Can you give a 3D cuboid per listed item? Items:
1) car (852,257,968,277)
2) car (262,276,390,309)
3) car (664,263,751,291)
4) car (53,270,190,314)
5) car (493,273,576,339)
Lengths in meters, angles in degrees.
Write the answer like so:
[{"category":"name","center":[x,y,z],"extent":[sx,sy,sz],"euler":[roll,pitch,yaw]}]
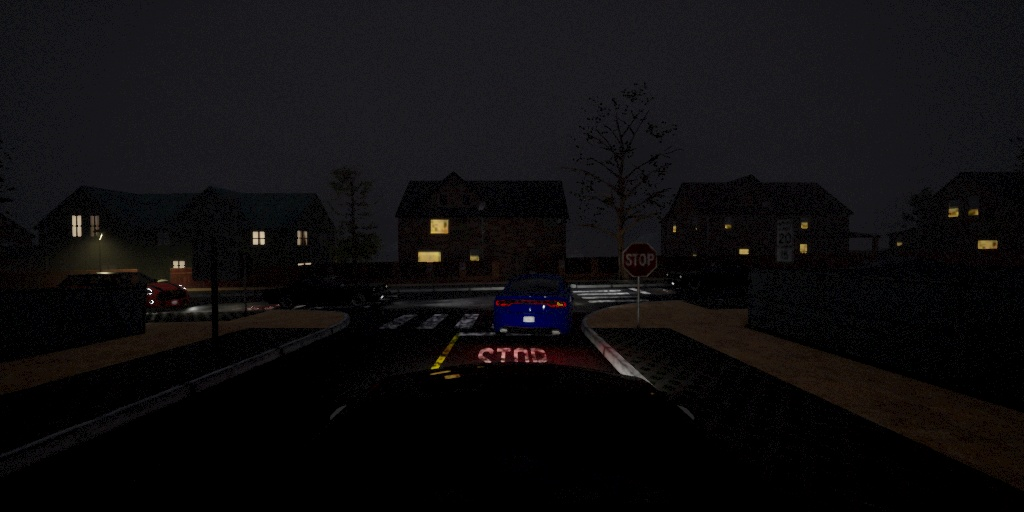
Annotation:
[{"category":"car","center":[20.063,0.753,18.403],"extent":[5.357,1.411,2.033],"euler":[-1,1,0]},{"category":"car","center":[-7.806,1.506,15.450],"extent":[4.718,1.301,1.895],"euler":[-1,1,0]},{"category":"car","center":[10.417,1.034,18.370],"extent":[4.718,1.301,1.895],"euler":[-1,1,-1]},{"category":"car","center":[-16.793,1.472,15.446],"extent":[4.553,1.767,2.097],"euler":[-1,1,0]},{"category":"car","center":[0.790,1.226,10.239],"extent":[1.882,1.535,5.008],"euler":[0,0,10]}]
